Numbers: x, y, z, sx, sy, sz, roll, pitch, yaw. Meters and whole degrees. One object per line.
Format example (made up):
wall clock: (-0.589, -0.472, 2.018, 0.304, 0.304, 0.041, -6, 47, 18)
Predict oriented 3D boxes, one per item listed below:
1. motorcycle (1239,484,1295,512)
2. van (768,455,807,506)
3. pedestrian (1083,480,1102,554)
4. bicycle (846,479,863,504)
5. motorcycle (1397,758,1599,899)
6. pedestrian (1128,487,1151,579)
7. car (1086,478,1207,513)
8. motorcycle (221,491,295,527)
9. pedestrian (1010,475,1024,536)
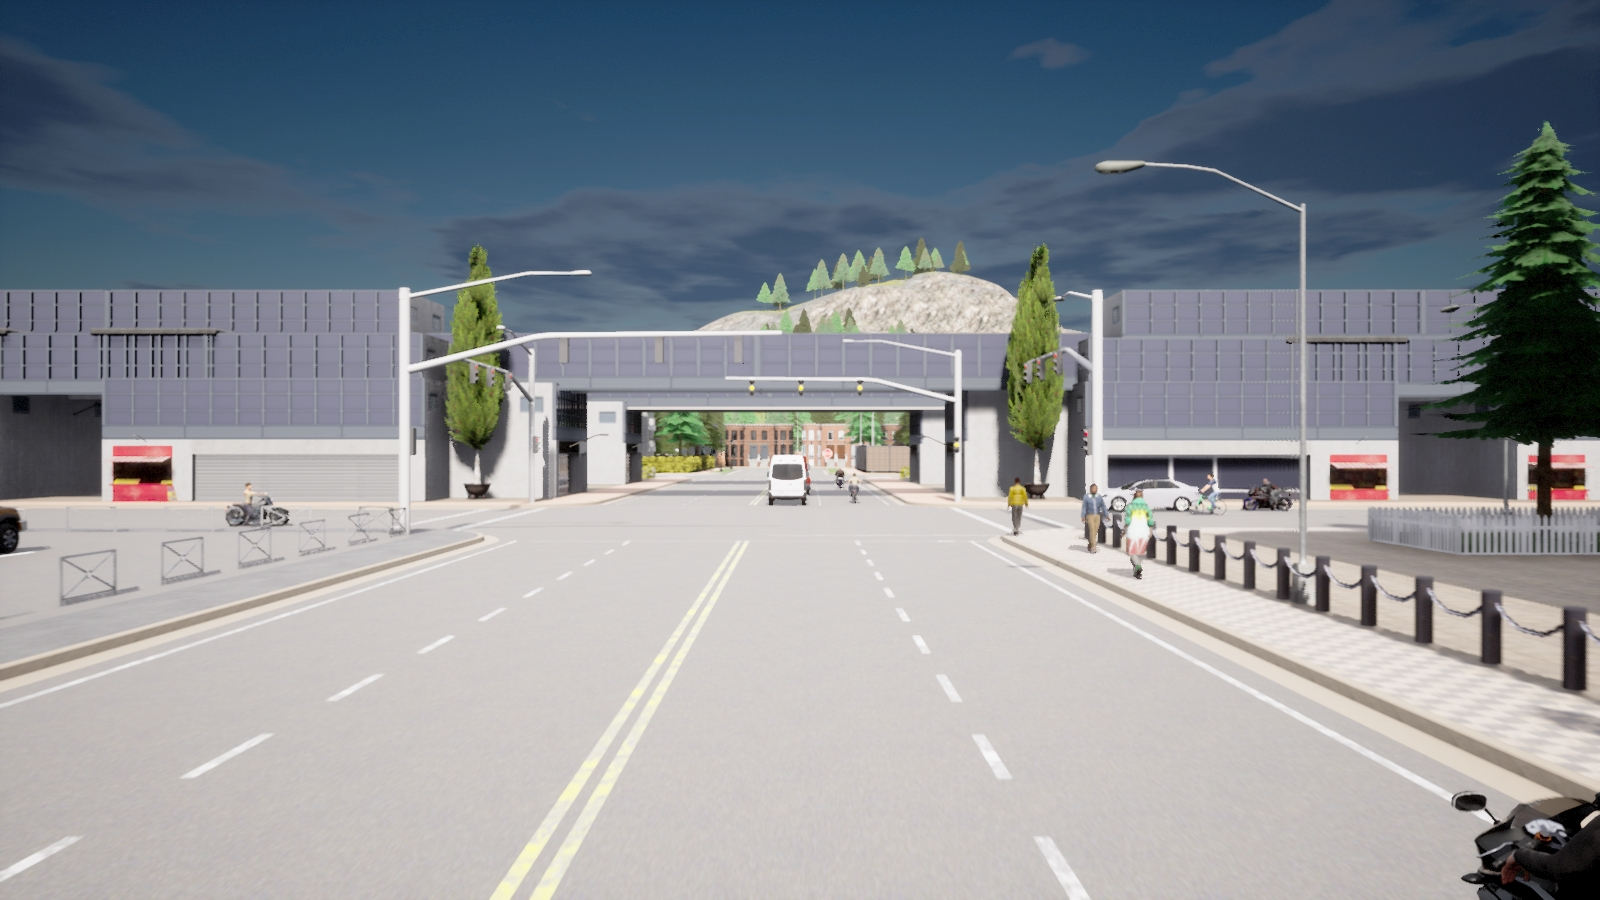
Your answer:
motorcycle: (21.421, 2.214, 52.427, 2.209, 1.251, 0.867, 0, 0, 0)
van: (-0.641, 1.544, 60.760, 1.988, 2.561, 5.915, 0, 0, 0)
pedestrian: (7.476, 1.704, 29.201, 0.375, 1.860, 0.375, 0, 0, 1)
bicycle: (2.881, 2.168, 60.511, 0.859, 1.276, 1.487, 0, 0, -1)
motorcycle: (3.501, 2.206, 4.765, 0.867, 1.251, 2.209, 0, 0, 0)
pedestrian: (6.995, 1.701, 23.560, 0.375, 1.860, 0.375, 0, 0, 3)
car: (15.847, 2.070, 52.434, 4.892, 1.480, 2.231, 0, 0, 0)
motorcycle: (-19.879, 2.161, 41.893, 2.356, 1.307, 0.764, 0, 0, 1)
pedestrian: (6.672, 1.703, 35.068, 0.375, 1.860, 0.375, 0, 0, 2)
